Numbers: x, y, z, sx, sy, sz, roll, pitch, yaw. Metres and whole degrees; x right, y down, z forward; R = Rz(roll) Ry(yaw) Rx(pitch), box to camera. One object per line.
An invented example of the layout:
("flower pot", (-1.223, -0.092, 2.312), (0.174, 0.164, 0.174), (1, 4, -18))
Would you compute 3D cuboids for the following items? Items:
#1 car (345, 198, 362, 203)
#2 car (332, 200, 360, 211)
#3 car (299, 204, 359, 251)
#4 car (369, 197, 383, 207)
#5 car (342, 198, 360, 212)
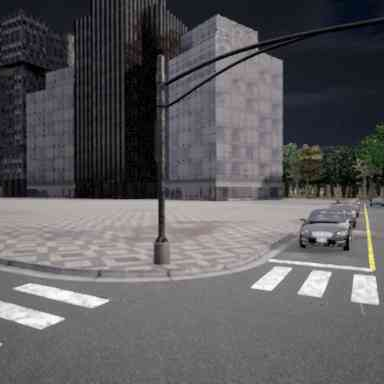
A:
("car", (14.488, 1.480, 30.919), (1.882, 1.535, 5.008), (0, 0, 28))
("car", (10.118, 1.508, 22.539), (1.837, 1.490, 4.892), (0, 0, 27))
("car", (5.880, 1.494, 14.356), (2.128, 1.511, 4.902), (0, 0, 27))
("car", (28.780, 1.532, 51.872), (2.033, 1.411, 5.357), (0, 0, 26))
("car", (19.230, 1.503, 40.060), (1.837, 1.490, 4.892), (0, 0, 27))
